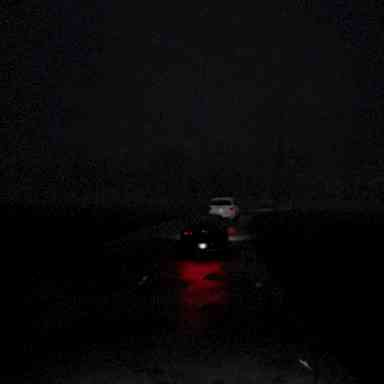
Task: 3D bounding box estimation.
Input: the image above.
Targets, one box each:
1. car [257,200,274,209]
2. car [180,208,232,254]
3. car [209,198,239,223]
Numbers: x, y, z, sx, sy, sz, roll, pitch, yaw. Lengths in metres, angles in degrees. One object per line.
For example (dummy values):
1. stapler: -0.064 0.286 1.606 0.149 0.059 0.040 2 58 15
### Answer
1. car: 15.565 2.604 70.296 2.150 2.045 5.566 -2 -3 29
2. car: 0.625 1.654 14.124 1.837 1.490 4.892 0 0 6
3. car: 2.801 1.516 28.520 2.150 2.045 5.566 -1 -1 12
